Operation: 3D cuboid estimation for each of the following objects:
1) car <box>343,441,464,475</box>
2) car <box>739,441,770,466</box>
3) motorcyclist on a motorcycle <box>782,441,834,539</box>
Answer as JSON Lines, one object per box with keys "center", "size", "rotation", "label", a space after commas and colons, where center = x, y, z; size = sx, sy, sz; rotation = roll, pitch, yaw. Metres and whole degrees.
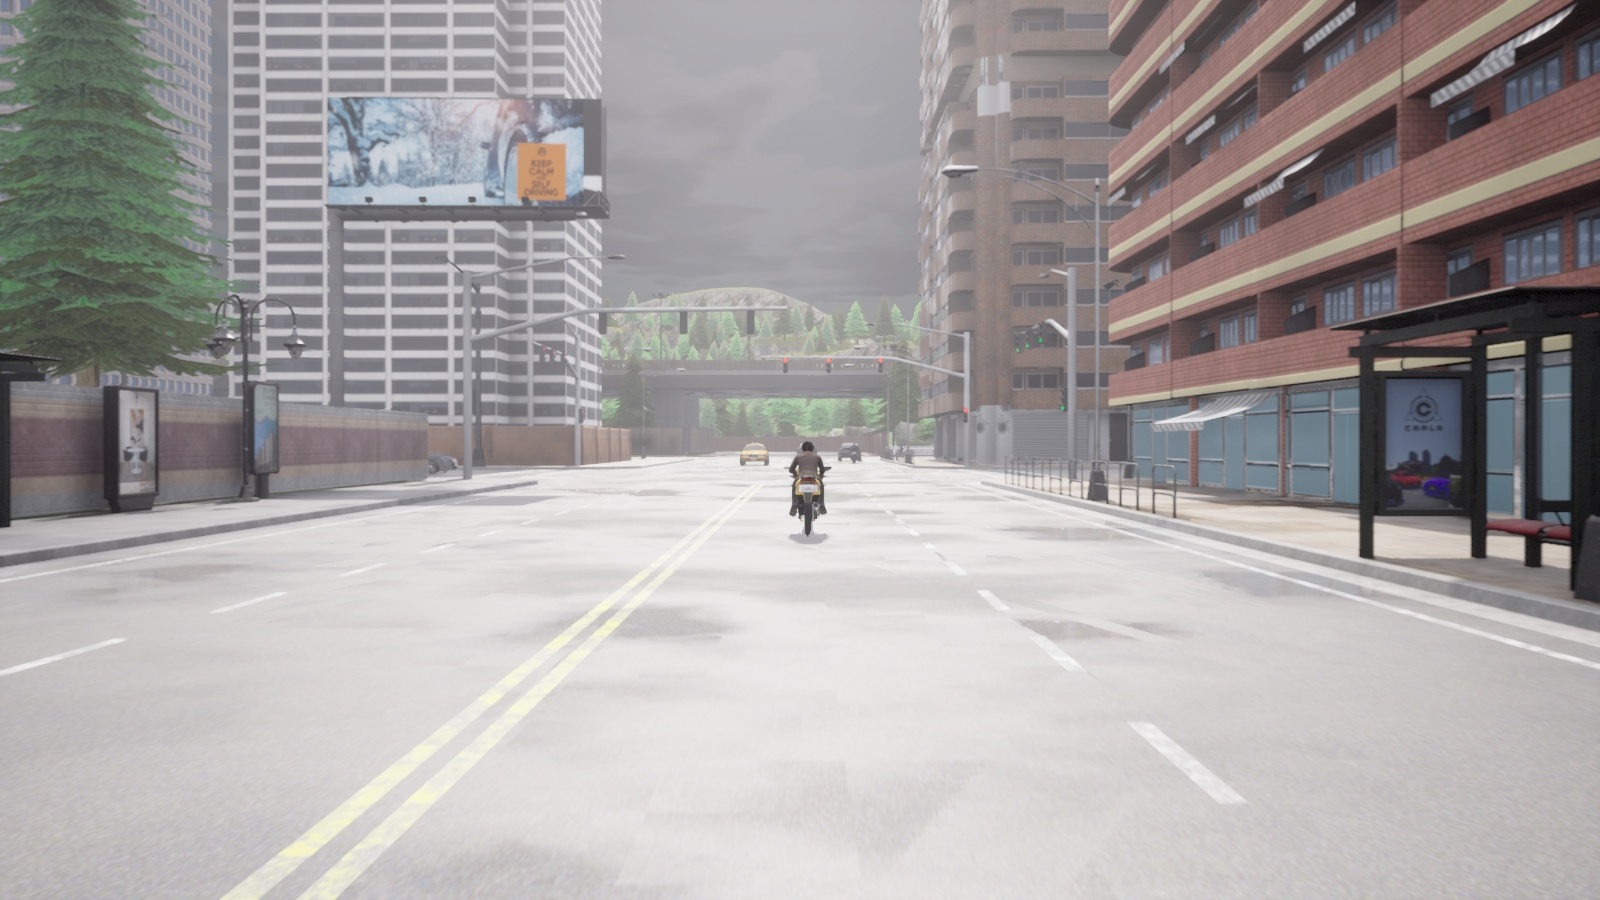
{"center": [-18.303, 0.361, 58.087], "size": [4.902, 1.511, 2.128], "rotation": [0, 0, 1], "label": "car"}
{"center": [-3.019, 0.209, 84.034], "size": [1.801, 1.575, 5.366], "rotation": [0, 0, 0], "label": "car"}
{"center": [0.129, 0.613, 20.580], "size": [0.797, 1.523, 2.044], "rotation": [0, 0, 0], "label": "motorcyclist on a motorcycle"}
